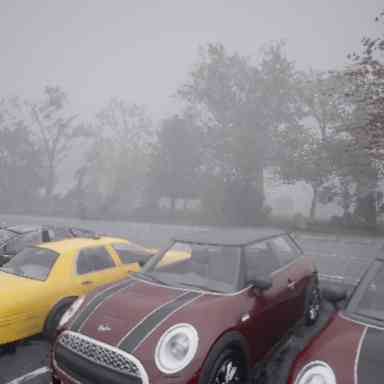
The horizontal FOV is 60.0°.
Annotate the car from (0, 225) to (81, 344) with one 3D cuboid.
[{"bbox_3d":[-1.851,1.555,6.714,1.946,1.575,5.366,-1,-1,36],"label":"car"}]

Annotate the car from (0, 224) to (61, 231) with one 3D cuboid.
[{"bbox_3d":[-4.210,1.580,8.188,2.231,1.521,4.892,-1,-1,36],"label":"car"}]

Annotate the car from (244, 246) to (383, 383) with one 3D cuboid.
[{"bbox_3d":[2.569,1.388,3.351,2.185,1.767,4.553,-1,-1,36],"label":"car"}]

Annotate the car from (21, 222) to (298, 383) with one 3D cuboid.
[{"bbox_3d":[0.314,1.410,4.970,2.185,1.767,4.553,-1,-1,36],"label":"car"}]
